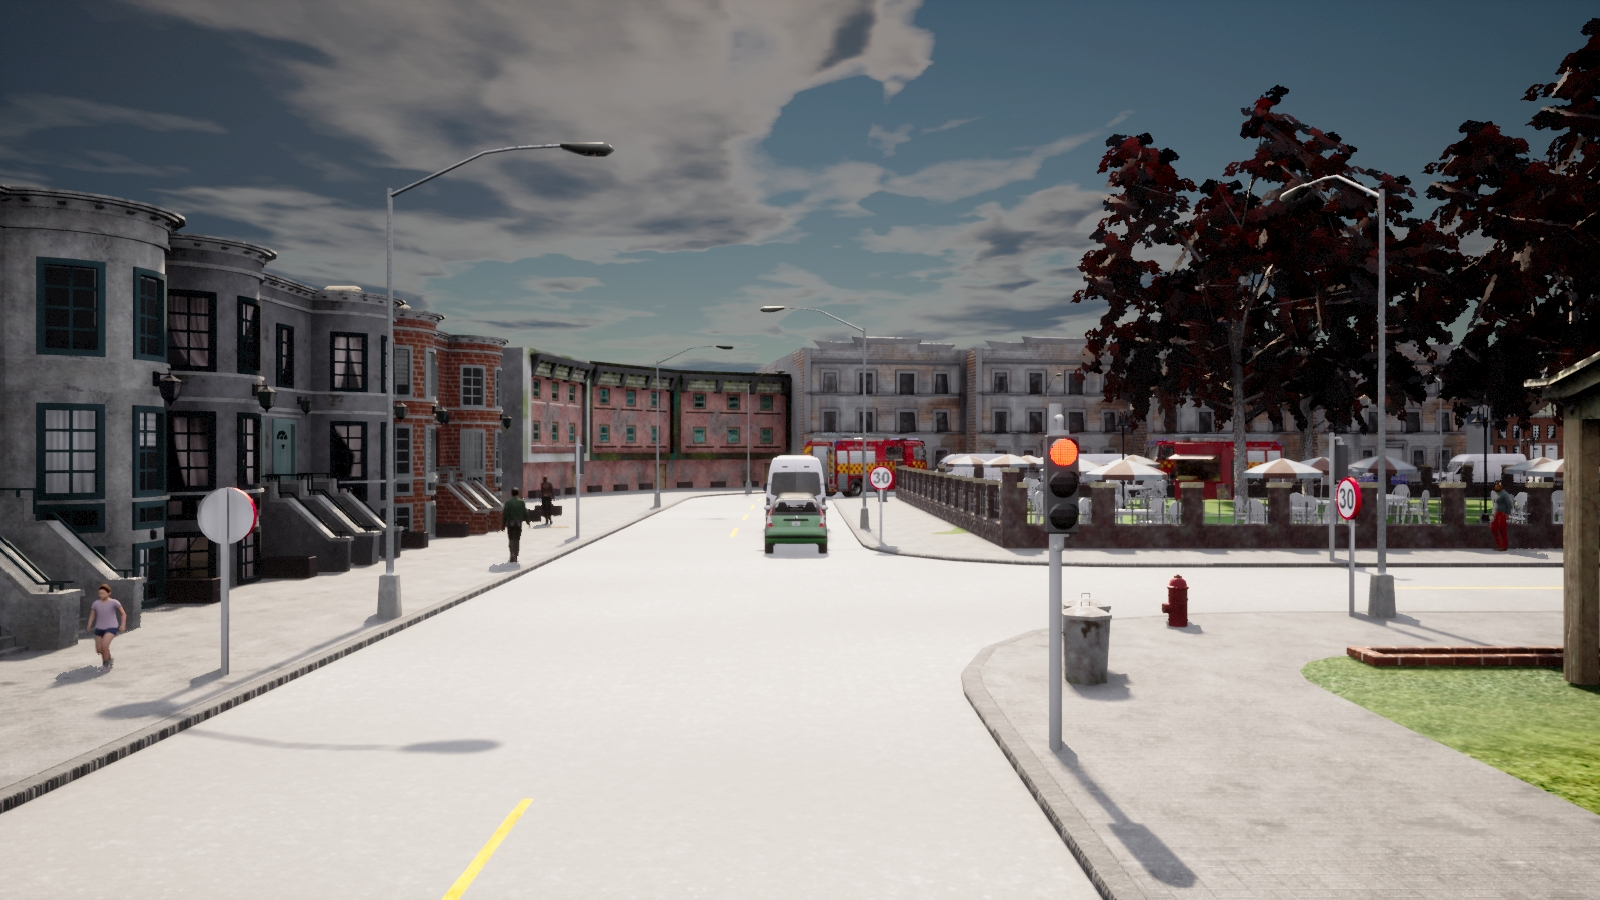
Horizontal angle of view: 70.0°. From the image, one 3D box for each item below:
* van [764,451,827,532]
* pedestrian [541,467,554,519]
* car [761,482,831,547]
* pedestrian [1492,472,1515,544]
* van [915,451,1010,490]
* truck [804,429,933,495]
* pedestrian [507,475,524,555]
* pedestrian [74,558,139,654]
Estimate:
[{"bbox_3d":[-0.147,1.315,39.074,1.988,2.561,5.915,0,0,0],"label":"van"},{"bbox_3d":[-8.991,1.525,40.674,0.375,1.860,0.375,0,0,5],"label":"pedestrian"},{"bbox_3d":[-0.119,1.779,32.373,1.851,1.617,3.988,0,0,0],"label":"car"},{"bbox_3d":[18.438,1.517,29.928,0.375,1.860,0.375,0,0,1],"label":"pedestrian"},{"bbox_3d":[10.550,1.314,74.428,5.915,2.561,1.988,0,0,0],"label":"van"},{"bbox_3d":[4.295,0.672,70.228,8.468,3.827,2.891,0,0,-43],"label":"truck"},{"bbox_3d":[-6.723,1.524,26.978,0.375,1.860,0.375,0,0,-17],"label":"pedestrian"},{"bbox_3d":[-8.511,1.904,14.035,0.500,1.100,0.500,0,0,-2],"label":"pedestrian"}]
